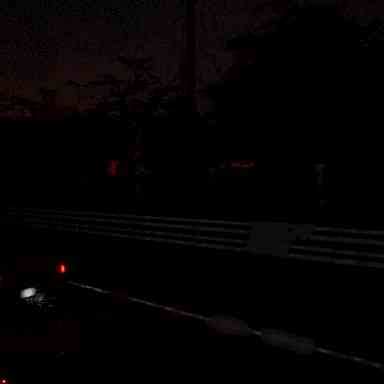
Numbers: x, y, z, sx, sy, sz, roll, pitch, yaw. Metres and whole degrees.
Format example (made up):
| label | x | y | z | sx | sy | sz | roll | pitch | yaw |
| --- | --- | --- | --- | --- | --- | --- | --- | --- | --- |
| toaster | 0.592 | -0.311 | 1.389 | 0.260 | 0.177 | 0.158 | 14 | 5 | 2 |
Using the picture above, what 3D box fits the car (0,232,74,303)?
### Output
| label | x | y | z | sx | sy | sz | roll | pitch | yaw |
| --- | --- | --- | --- | --- | --- | --- | --- | --- | --- |
| car | -4.828 | 1.560 | 7.436 | 4.718 | 1.301 | 1.895 | 0 | 0 | 36 |
